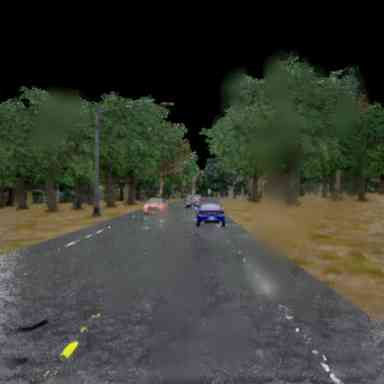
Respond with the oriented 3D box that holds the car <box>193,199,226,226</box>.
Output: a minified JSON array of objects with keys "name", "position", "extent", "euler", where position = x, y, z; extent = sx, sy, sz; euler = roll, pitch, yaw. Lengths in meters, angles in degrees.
[{"name":"car","position":[1.223,1.476,23.157],"extent":[1.882,1.535,5.008],"euler":[0,0,0]}]

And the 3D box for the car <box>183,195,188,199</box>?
[{"name":"car","position":[-0.745,1.311,73.691],"extent":[2.128,1.511,4.902],"euler":[0,0,8]}]

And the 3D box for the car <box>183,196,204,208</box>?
[{"name":"car","position":[0.227,1.546,45.286],"extent":[1.895,1.301,4.718],"euler":[0,0,3]}]

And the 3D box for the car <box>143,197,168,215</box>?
[{"name":"car","position":[-3.569,1.335,33.179],"extent":[2.097,1.767,4.553],"euler":[0,0,0]}]
